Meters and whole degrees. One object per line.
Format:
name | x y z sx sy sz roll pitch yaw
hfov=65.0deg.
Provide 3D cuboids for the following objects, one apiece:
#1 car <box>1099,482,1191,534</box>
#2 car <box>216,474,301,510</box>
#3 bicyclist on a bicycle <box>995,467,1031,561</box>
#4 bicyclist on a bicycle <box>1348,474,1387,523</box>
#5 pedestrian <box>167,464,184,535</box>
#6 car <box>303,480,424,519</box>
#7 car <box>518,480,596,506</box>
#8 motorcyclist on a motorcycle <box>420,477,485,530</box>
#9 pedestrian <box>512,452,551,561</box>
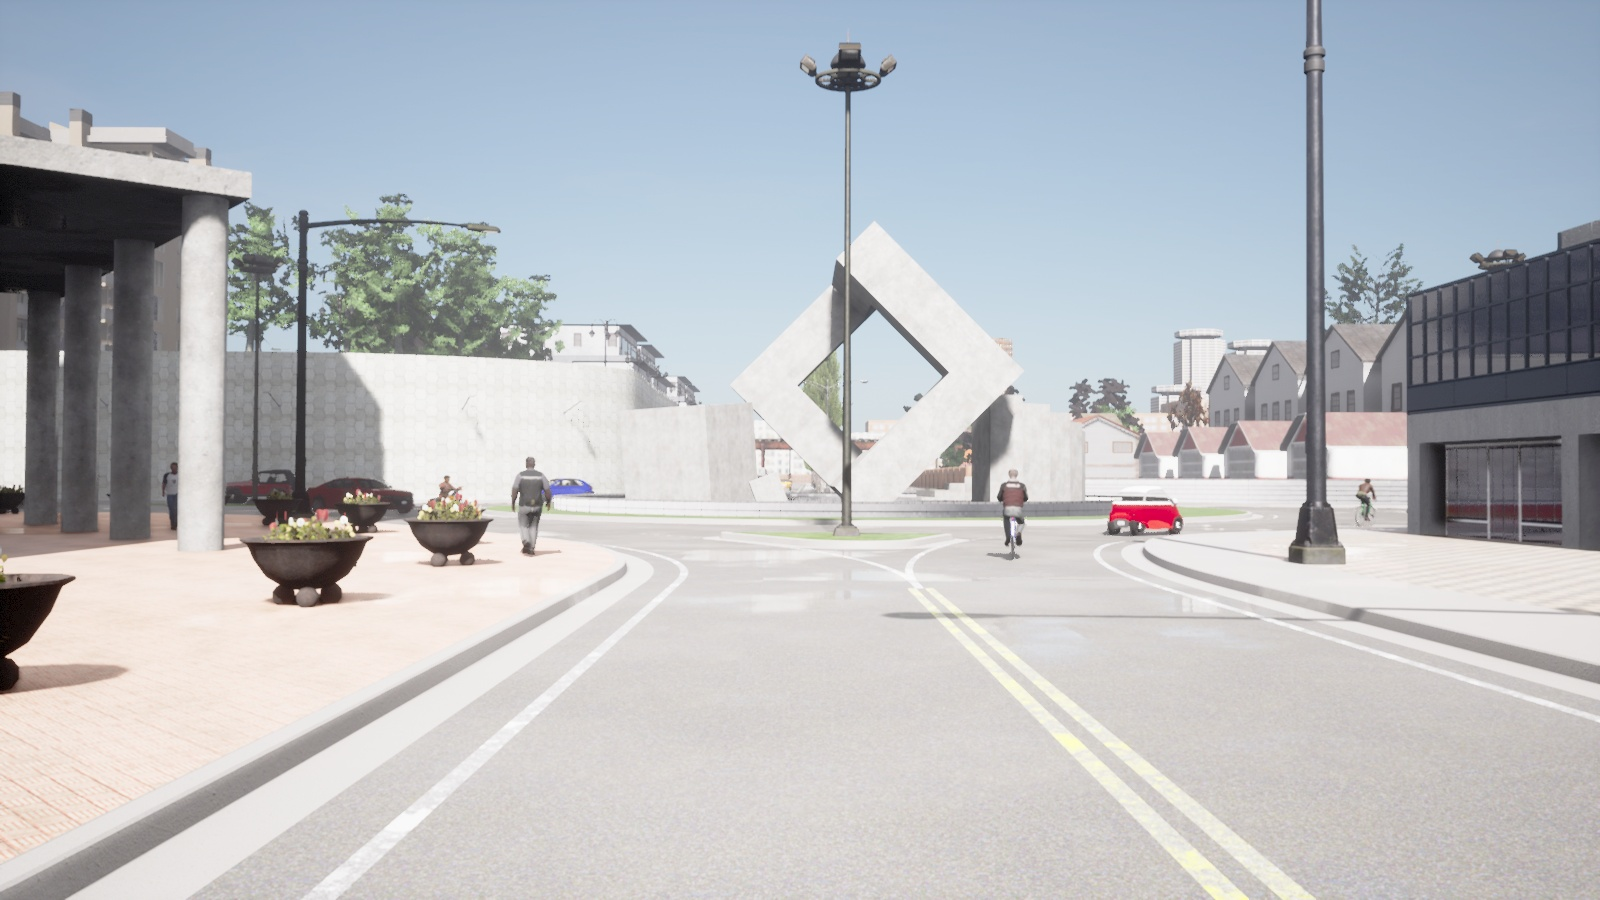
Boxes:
car | 9.665 1.613 35.153 2.207 1.376 1.481 0 -2 -42
car | -29.004 2.220 67.392 3.866 1.878 1.905 0 -1 -12
bicyclist on a bicycle | 4.205 1.222 24.742 0.659 1.776 1.843 0 -1 10
bicyclist on a bicycle | 19.049 1.628 42.147 1.656 1.620 0.582 1 -2 -44
pedestrian | -16.370 1.289 32.933 0.354 1.836 0.706 0 -1 -29
car | -17.789 1.998 51.105 5.008 1.535 1.882 -1 -2 31
car | -14.360 2.531 74.321 4.193 1.474 1.816 1 -2 -42
motorcyclist on a motorcycle | -11.124 1.703 40.145 2.350 1.649 0.766 -1 -2 40
pedestrian | -4.798 0.995 22.386 0.563 1.883 0.849 0 -1 -20
